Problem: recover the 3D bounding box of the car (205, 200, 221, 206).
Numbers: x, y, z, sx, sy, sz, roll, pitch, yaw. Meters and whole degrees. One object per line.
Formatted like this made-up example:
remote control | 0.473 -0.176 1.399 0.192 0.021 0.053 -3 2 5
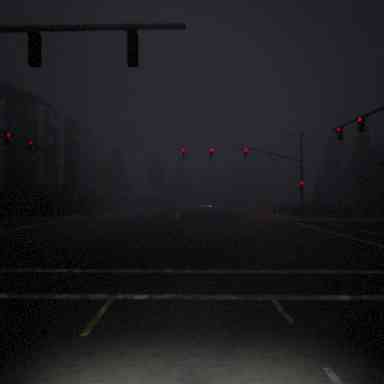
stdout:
car | 4.591 2.308 71.763 1.994 1.385 4.181 0 -1 35
